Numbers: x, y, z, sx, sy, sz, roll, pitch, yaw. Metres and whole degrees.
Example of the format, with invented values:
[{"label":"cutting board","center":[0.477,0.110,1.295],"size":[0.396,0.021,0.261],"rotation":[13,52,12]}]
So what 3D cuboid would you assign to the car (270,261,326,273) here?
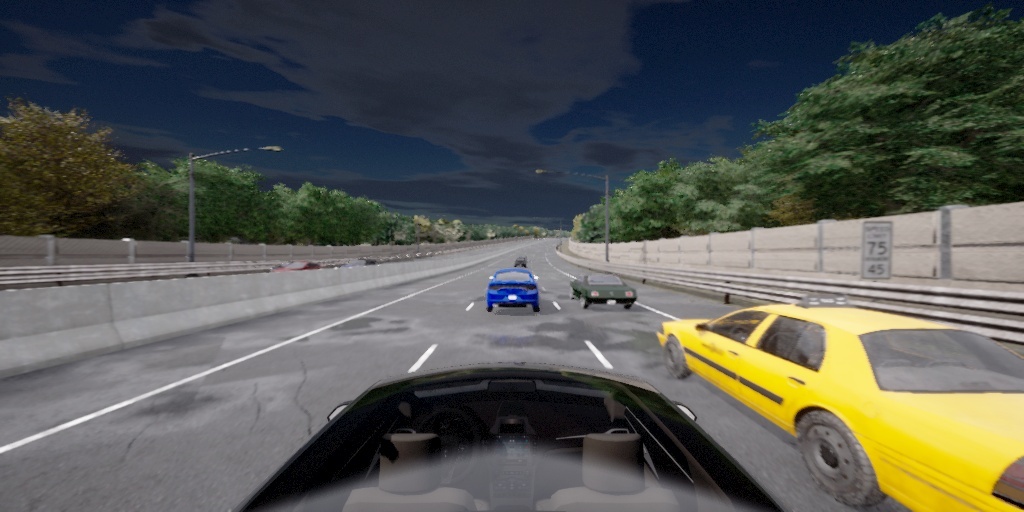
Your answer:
[{"label":"car","center":[-17.233,1.193,29.320],"size":[1.882,1.535,5.008],"rotation":[0,0,2]}]

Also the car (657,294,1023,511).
[{"label":"car","center":[3.500,1.218,4.311],"size":[1.801,1.575,5.366],"rotation":[0,0,0]}]

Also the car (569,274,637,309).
[{"label":"car","center":[3.579,1.378,15.042],"size":[1.895,1.301,4.718],"rotation":[0,0,1]}]

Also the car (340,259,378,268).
[{"label":"car","center":[-13.643,1.064,32.145],"size":[2.097,1.767,4.553],"rotation":[0,0,2]}]

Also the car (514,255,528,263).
[{"label":"car","center":[1.317,1.033,54.483],"size":[1.837,1.490,4.892],"rotation":[0,1,3]}]

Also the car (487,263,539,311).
[{"label":"car","center":[0.062,1.251,14.589],"size":[1.882,1.535,5.008],"rotation":[0,0,1]}]
